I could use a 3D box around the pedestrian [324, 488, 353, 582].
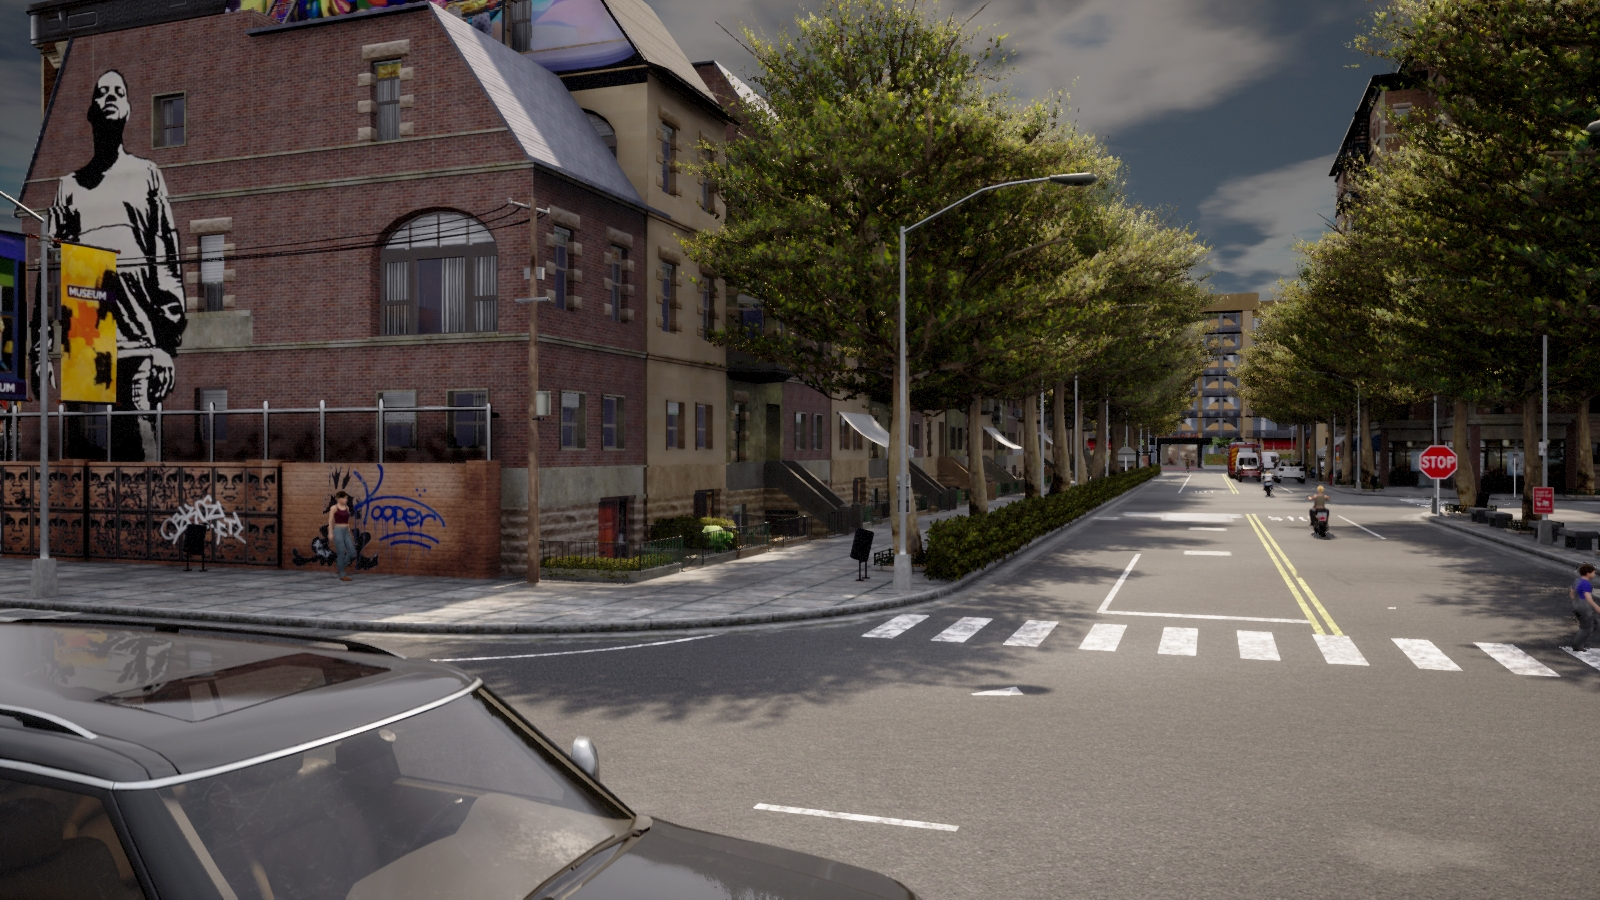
[{"bbox_3d":[-9.302,1.703,23.031,0.375,1.860,0.375,0,0,22],"label":"pedestrian"}]

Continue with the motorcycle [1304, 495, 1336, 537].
[{"bbox_3d":[17.247,2.169,37.935,0.764,1.277,2.356,0,0,20],"label":"motorcycle"}]

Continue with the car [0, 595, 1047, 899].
[{"bbox_3d":[-2.099,1.779,4.031,5.566,2.045,2.150,0,0,20],"label":"car"}]

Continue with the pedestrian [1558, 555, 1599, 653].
[{"bbox_3d":[10.801,2.127,15.842,0.375,1.300,0.375,0,0,15],"label":"pedestrian"}]
